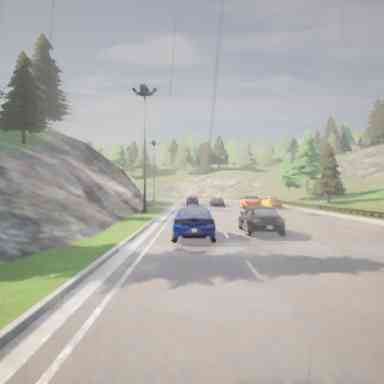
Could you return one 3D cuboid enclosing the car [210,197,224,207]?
[{"bbox_3d":[3.574,1.393,48.168,1.994,1.385,4.181,0,0,0],"label":"car"}]

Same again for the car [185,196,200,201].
[{"bbox_3d":[0.071,1.324,50.507,1.837,1.490,4.892,0,0,0],"label":"car"}]

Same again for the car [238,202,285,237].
[{"bbox_3d":[3.591,1.463,17.584,1.812,1.442,4.674,0,0,0],"label":"car"}]

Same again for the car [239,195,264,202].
[{"bbox_3d":[7.078,1.207,40.951,2.097,1.767,4.553,0,0,0],"label":"car"}]

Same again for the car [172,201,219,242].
[{"bbox_3d":[0.091,1.420,16.085,1.882,1.535,5.008,0,0,0],"label":"car"}]

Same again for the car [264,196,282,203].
[{"bbox_3d":[10.578,1.321,44.293,1.882,1.535,5.008,0,0,0],"label":"car"}]
